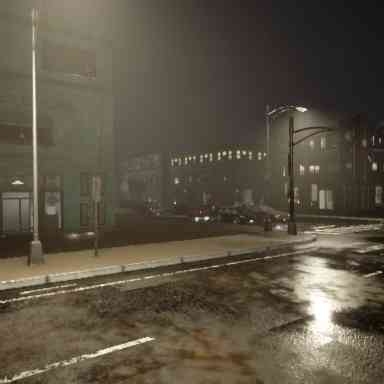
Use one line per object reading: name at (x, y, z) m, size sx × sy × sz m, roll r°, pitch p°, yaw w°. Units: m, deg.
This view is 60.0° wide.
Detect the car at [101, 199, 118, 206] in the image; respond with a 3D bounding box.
car at (-17.270, 2.227, 69.596) m, size 1.887 × 1.381 × 4.507 m, roll -1°, pitch 0°, yaw -35°

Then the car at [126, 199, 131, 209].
car at (-6.392, 1.998, 44.358) m, size 2.033 × 1.411 × 5.357 m, roll -1°, pitch 0°, yaw -35°

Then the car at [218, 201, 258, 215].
car at (5.197, 1.809, 38.030) m, size 2.008 × 1.369 × 4.403 m, roll -2°, pitch 0°, yaw -35°

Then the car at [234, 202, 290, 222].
car at (5.514, 1.764, 27.614) m, size 2.033 × 1.411 × 5.357 m, roll -1°, pitch 0°, yaw -36°

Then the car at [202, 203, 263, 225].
car at (3.108, 1.814, 26.302) m, size 1.947 × 1.339 × 4.313 m, roll -2°, pitch 0°, yaw -35°

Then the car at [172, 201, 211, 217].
car at (-0.295, 1.896, 35.756) m, size 1.994 × 1.385 × 4.181 m, roll -1°, pitch 0°, yaw -37°

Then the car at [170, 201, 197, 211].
car at (-1.221, 1.965, 47.049) m, size 1.802 × 1.307 × 4.206 m, roll -2°, pitch 0°, yaw -35°

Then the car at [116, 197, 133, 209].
car at (-10.548, 2.072, 55.700) m, size 1.812 × 1.442 × 4.674 m, roll -1°, pitch 0°, yaw -35°

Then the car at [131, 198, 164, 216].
car at (-4.842, 1.846, 37.678) m, size 1.967 × 1.590 × 4.097 m, roll -1°, pitch 0°, yaw -35°

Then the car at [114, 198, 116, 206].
car at (-14.066, 1.939, 65.087) m, size 2.192 × 1.841 × 5.009 m, roll -1°, pitch 0°, yaw -35°

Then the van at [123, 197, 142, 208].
van at (-10.856, 1.906, 60.577) m, size 1.690 × 1.788 × 3.998 m, roll -1°, pitch 0°, yaw -35°
